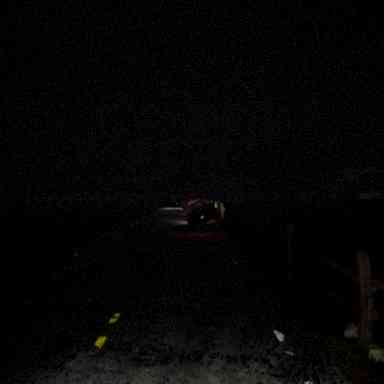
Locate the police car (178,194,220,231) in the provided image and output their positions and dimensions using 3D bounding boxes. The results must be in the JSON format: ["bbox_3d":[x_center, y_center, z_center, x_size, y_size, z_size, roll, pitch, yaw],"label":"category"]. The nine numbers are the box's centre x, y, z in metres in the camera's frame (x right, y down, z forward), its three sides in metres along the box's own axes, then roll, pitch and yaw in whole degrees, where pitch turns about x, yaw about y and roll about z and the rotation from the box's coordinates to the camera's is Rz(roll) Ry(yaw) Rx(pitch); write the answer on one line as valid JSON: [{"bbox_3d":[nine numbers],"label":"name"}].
[{"bbox_3d":[0.496,1.225,21.184,1.930,1.638,5.238,-25,0,0],"label":"police car"}]

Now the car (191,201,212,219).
[{"bbox_3d":[0.821,1.596,31.064,1.812,1.442,4.674,0,0,0],"label":"car"}]

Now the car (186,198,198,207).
[{"bbox_3d":[-0.008,1.777,57.293,2.033,1.411,5.357,0,0,0],"label":"car"}]

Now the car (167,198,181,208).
[{"bbox_3d":[-2.824,1.704,53.338,1.837,1.490,4.892,0,-1,0],"label":"car"}]

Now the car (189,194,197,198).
[{"bbox_3d":[0.716,1.273,37.007,2.150,2.045,5.566,-3,-2,3],"label":"car"}]
